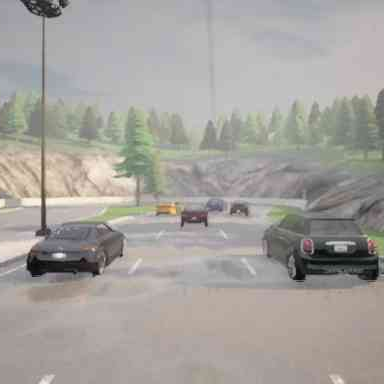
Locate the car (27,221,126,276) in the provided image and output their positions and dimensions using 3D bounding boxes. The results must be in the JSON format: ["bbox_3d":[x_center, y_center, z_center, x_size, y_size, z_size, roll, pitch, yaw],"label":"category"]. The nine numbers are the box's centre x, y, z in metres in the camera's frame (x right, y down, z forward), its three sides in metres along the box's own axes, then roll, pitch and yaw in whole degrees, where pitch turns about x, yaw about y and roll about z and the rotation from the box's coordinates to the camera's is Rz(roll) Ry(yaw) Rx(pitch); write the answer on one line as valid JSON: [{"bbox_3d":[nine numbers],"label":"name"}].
[{"bbox_3d":[-3.401,1.611,10.532,1.994,1.385,4.181,0,0,0],"label":"car"}]

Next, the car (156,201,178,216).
[{"bbox_3d":[-2.218,1.631,34.312,1.882,1.535,5.008,0,0,11],"label":"car"}]

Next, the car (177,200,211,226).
[{"bbox_3d":[0.230,1.587,24.345,1.882,1.535,5.008,0,0,2],"label":"car"}]

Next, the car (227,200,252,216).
[{"bbox_3d":[5.226,1.664,35.519,1.837,1.490,4.892,-1,0,14],"label":"car"}]

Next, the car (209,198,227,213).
[{"bbox_3d":[3.078,1.534,40.756,2.097,1.767,4.553,0,0,15],"label":"car"}]

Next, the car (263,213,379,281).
[{"bbox_3d":[3.601,1.398,10.173,2.097,1.767,4.553,0,0,0],"label":"car"}]
